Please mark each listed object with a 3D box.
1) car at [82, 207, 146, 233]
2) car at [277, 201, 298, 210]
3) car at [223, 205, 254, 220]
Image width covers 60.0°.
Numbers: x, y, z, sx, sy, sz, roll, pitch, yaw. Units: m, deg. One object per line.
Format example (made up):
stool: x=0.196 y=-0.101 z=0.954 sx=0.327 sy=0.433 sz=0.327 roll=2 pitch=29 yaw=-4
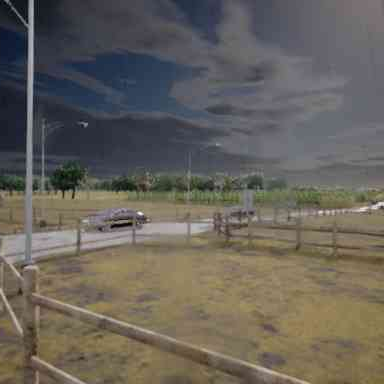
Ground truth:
car: x=-5.150 y=1.783 z=22.136 sx=2.128 sy=1.511 sz=4.902 roll=1 pitch=-1 yaw=35
car: x=14.293 y=2.093 z=49.722 sx=2.097 sy=1.767 sz=4.553 roll=1 pitch=-1 yaw=35
car: x=5.262 y=2.213 z=36.994 sx=1.837 sy=1.490 sz=4.892 roll=1 pitch=-1 yaw=35
